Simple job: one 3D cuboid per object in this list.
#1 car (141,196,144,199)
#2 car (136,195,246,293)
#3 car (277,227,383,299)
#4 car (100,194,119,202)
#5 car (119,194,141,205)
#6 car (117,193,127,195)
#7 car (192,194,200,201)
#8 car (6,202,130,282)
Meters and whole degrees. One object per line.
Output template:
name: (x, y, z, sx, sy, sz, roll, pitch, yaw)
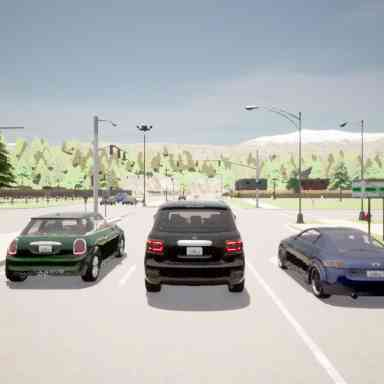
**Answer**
car: (-10.679, 1.526, 67.850, 1.812, 1.442, 4.674, 0, 0, 1)
car: (0.072, 1.221, 9.030, 2.150, 2.045, 5.566, 0, 0, 0)
car: (3.575, 1.564, 8.485, 1.994, 1.385, 4.181, 0, 0, 0)
car: (-14.410, 1.564, 57.178, 1.994, 1.385, 4.181, 0, 0, 1)
car: (-10.882, 1.547, 58.266, 2.033, 1.411, 5.357, 0, 0, 1)
car: (-14.207, 1.221, 66.535, 2.150, 2.045, 5.566, 0, 0, 1)
car: (1.089, 1.311, 83.377, 1.882, 1.535, 5.008, 0, 0, 1)
car: (-3.420, 1.352, 9.924, 2.097, 1.767, 4.553, 0, 0, 0)
